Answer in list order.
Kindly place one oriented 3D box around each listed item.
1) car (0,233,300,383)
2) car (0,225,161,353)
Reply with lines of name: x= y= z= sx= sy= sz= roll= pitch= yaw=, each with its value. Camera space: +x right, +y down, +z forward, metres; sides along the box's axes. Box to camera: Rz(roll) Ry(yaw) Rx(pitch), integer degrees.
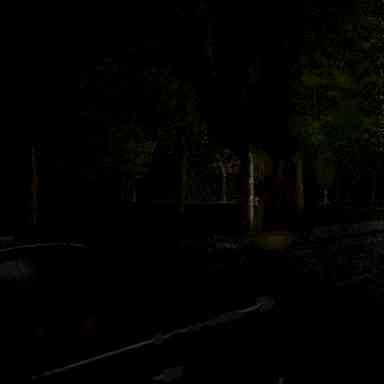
car: x=-1.176 y=1.352 z=2.847 sx=4.553 sy=1.767 sz=2.097 roll=0 pitch=0 yaw=-35
car: x=-3.094 y=1.505 z=5.471 sx=4.892 sy=1.490 sz=1.837 roll=0 pitch=0 yaw=-36
